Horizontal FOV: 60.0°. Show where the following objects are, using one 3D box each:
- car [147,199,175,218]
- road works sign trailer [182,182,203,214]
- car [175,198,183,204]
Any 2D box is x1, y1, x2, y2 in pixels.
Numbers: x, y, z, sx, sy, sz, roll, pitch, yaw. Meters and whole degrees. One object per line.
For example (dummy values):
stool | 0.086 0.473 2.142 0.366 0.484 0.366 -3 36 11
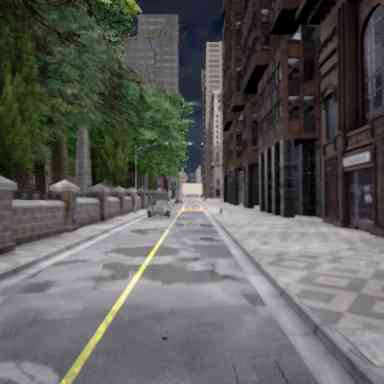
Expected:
car | -3.074 1.536 32.102 2.097 1.767 4.553 0 0 0
road works sign trailer | 0.023 0.687 37.967 2.380 3.560 2.880 0 0 0
car | -2.958 1.968 73.318 1.994 1.385 4.181 0 0 0
